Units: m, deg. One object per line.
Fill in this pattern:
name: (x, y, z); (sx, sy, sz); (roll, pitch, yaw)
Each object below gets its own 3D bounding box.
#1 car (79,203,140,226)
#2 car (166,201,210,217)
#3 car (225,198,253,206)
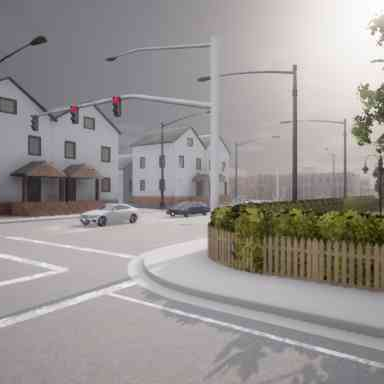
car: (-5.662, 1.525, 23.428); (1.812, 1.442, 4.674); (0, 0, 35)
car: (-0.172, 1.547, 31.375); (2.033, 1.411, 5.357); (0, 0, 35)
car: (5.708, 1.491, 39.863); (2.128, 1.511, 4.902); (0, 0, 35)
